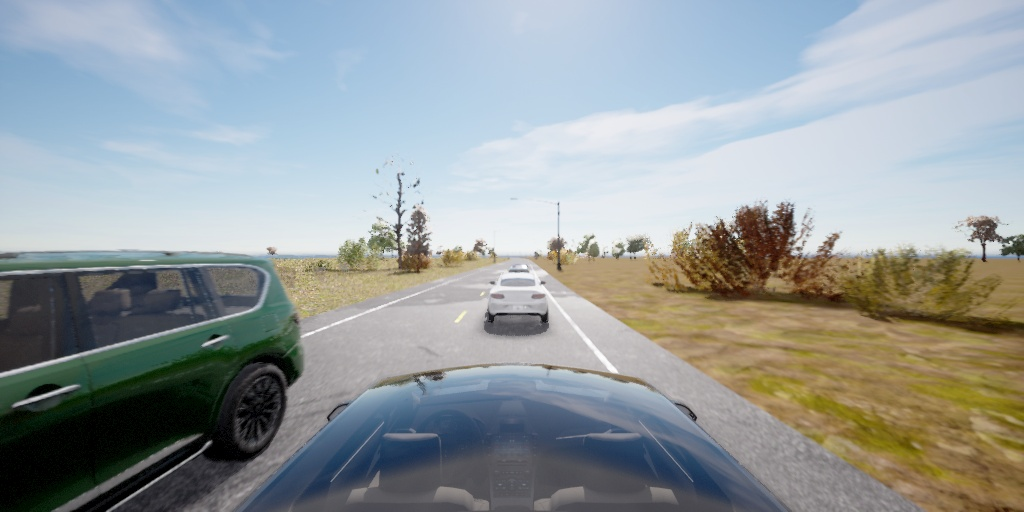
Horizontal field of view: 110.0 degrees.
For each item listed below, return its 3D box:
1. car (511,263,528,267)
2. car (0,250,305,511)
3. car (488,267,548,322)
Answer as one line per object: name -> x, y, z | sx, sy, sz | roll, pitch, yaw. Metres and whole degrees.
car -> 0.606, 1.321, 30.501 | 2.033, 1.411, 5.357 | 0, 0, 2
car -> -3.587, 0.970, 2.076 | 2.150, 2.045, 5.566 | 0, 0, 0
car -> 0.198, 1.285, 12.293 | 1.812, 1.442, 4.674 | 0, 0, 1
